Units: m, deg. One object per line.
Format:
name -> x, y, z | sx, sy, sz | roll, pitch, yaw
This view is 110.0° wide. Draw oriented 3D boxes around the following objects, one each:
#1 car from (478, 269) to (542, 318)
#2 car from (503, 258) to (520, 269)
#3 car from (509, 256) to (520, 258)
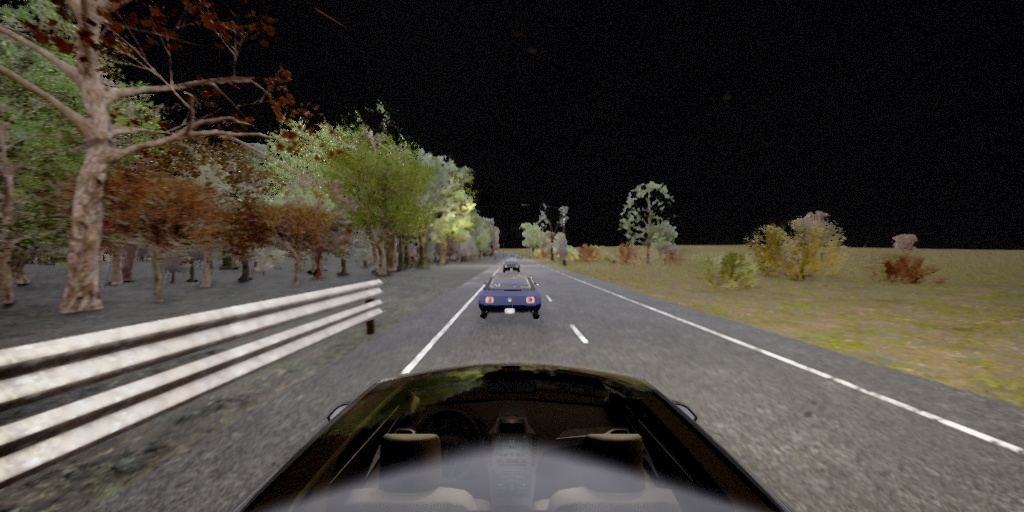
car -> -0.059, 1.307, 12.718 | 1.895, 1.301, 4.718 | 0, 0, 0
car -> -0.050, 1.178, 41.981 | 1.895, 1.301, 4.718 | 0, 0, 0
car -> -0.045, 1.067, 64.962 | 1.895, 1.301, 4.718 | 0, 0, 0
